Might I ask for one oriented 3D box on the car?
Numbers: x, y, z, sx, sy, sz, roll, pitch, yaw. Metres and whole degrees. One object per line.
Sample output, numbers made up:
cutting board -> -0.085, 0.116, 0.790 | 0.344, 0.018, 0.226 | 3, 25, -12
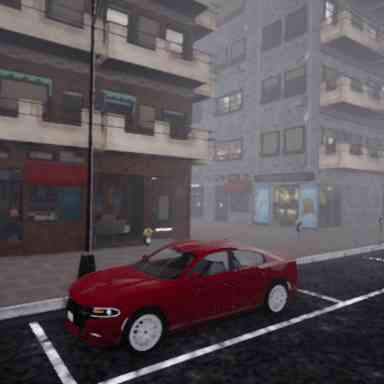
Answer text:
car -> 0.071, 1.583, 6.138 | 4.507, 1.381, 1.887 | 1, 0, -35
